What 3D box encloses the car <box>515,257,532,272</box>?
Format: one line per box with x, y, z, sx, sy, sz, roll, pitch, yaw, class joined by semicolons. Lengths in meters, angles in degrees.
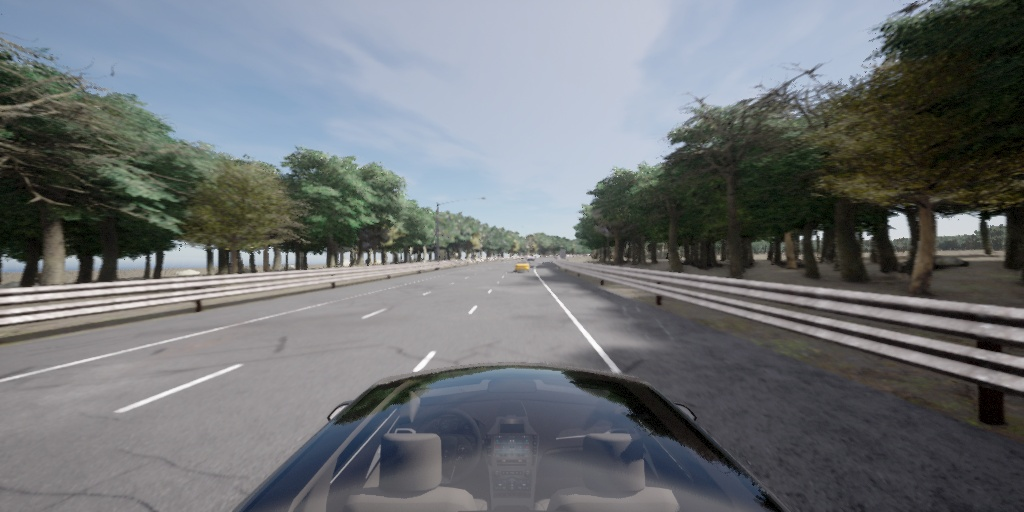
1.340;1.228;47.256;1.801;1.575;5.366;-1;0;3;car
